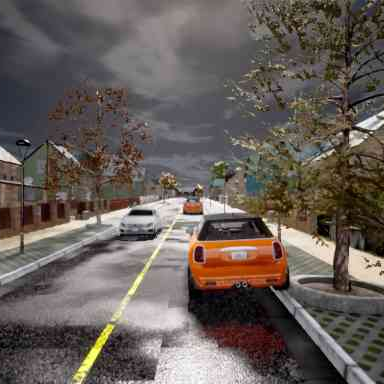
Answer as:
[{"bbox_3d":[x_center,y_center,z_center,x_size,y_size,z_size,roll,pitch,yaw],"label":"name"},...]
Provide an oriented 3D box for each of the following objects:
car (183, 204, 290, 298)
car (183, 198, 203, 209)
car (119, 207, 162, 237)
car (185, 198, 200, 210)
[{"bbox_3d":[0.933,1.312,8.719,2.097,1.767,4.553,-3,-1,0],"label":"car"},{"bbox_3d":[0.122,1.414,36.151,2.097,1.767,4.553,0,0,0],"label":"car"},{"bbox_3d":[-2.726,1.552,18.318,1.812,1.442,4.674,0,0,0],"label":"car"},{"bbox_3d":[0.084,1.637,45.932,2.033,1.411,5.357,0,0,1],"label":"car"}]
